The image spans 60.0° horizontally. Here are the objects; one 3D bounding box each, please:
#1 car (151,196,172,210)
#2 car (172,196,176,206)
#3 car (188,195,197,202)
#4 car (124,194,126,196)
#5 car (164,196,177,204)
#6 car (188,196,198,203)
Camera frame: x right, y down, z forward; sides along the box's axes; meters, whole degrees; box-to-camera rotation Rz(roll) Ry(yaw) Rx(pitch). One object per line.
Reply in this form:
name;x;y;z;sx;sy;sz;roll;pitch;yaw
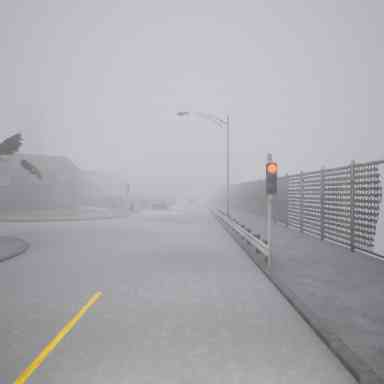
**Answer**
car;-4.058;1.478;42.778;1.882;1.535;5.008;0;0;0
car;-4.041;1.505;52.496;1.837;1.490;4.892;0;0;0
car;0.074;1.540;78.624;2.033;1.411;5.357;0;0;0
car;-17.204;1.134;78.223;3.633;1.501;1.845;0;0;0
car;-3.999;1.547;62.952;2.033;1.411;5.357;0;0;0
car;0.168;1.547;67.996;2.033;1.411;5.357;0;0;-1
